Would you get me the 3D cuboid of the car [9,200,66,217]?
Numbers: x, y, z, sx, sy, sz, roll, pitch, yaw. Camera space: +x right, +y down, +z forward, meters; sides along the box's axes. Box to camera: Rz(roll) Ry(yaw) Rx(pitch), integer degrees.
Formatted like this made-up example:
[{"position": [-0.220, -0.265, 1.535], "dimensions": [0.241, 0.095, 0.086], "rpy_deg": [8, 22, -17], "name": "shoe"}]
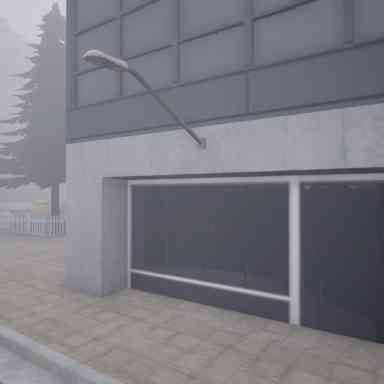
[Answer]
[{"position": [-13.847, 1.493, 30.159], "dimensions": [1.882, 1.535, 5.008], "rpy_deg": [0, 0, 34], "name": "car"}]
